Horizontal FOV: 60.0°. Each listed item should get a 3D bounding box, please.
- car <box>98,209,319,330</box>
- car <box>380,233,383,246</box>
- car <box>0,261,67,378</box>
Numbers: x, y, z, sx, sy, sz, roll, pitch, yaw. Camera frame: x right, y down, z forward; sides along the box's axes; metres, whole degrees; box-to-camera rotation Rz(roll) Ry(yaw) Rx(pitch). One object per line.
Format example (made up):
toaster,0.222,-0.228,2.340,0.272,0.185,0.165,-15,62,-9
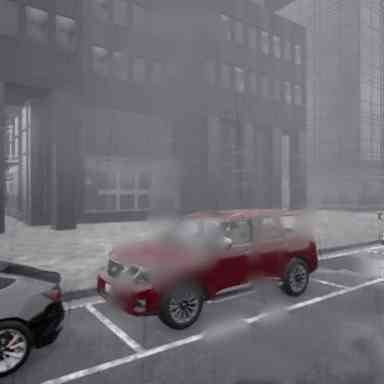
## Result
car,0.637,1.325,7.114,5.009,1.841,2.192,0,0,-36
car,9.322,1.552,13.331,4.829,1.417,1.752,0,0,-36
car,-3.775,1.568,3.954,4.313,1.339,1.947,0,0,-36
